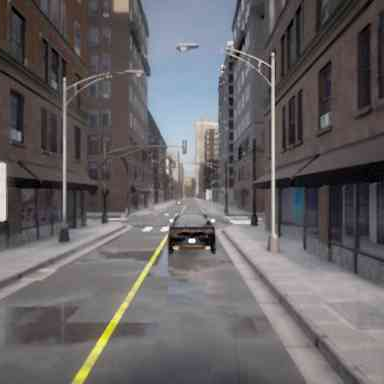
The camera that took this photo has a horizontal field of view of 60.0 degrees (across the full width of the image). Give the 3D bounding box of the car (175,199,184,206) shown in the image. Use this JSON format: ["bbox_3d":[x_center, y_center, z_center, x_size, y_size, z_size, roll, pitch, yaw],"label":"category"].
[{"bbox_3d":[-2.727,2.293,73.169,2.128,1.511,4.902,0,-1,0],"label":"car"}]

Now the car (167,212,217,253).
[{"bbox_3d":[0.012,1.618,14.473,1.882,1.535,5.008,0,0,0],"label":"car"}]
